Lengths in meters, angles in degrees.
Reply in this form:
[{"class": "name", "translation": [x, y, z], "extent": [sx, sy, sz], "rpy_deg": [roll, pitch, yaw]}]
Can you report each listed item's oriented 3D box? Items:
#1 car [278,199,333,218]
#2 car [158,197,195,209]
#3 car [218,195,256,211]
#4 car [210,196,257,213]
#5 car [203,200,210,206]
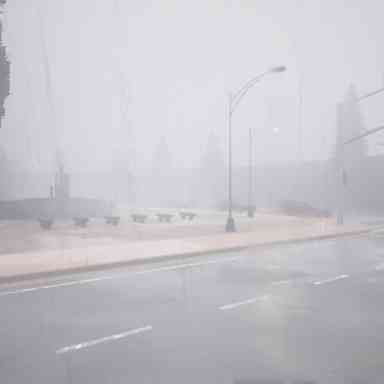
[{"class": "car", "translation": [10.523, 1.526, 30.440], "extent": [1.812, 1.442, 4.674], "rpy_deg": [0, 0, -35]}, {"class": "car", "translation": [-2.424, 1.505, 45.468], "extent": [4.892, 1.490, 1.837], "rpy_deg": [0, 0, 37]}, {"class": "car", "translation": [5.691, 1.352, 42.460], "extent": [2.097, 1.767, 4.553], "rpy_deg": [0, 0, -42]}, {"class": "car", "translation": [4.891, 1.547, 38.153], "extent": [2.033, 1.411, 5.357], "rpy_deg": [0, 0, -38]}, {"class": "car", "translation": [4.021, 1.601, 54.035], "extent": [4.718, 1.301, 1.895], "rpy_deg": [0, 0, 38]}]
